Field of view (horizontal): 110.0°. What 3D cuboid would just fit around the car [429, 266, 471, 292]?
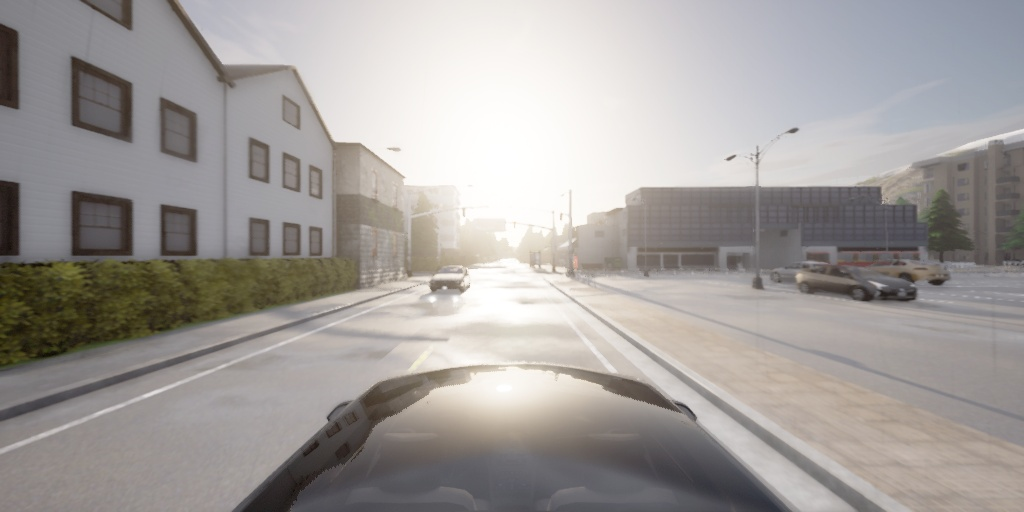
[{"bbox_3d":[-3.543,1.296,21.534,2.033,1.411,5.357,0,0,0],"label":"car"}]
